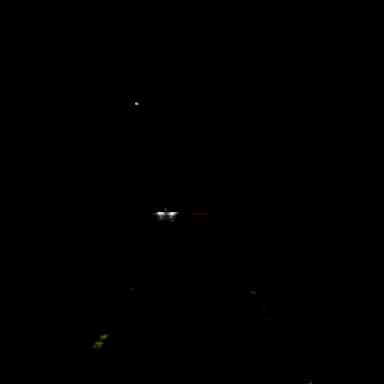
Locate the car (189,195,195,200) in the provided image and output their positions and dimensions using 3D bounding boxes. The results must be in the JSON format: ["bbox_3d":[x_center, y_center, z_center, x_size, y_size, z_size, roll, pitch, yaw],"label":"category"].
[{"bbox_3d":[-0.008,1.551,94.189,1.895,1.301,4.718,0,0,0],"label":"car"}]

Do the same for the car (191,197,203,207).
[{"bbox_3d":[0.820,1.522,53.635,1.837,1.490,4.892,0,0,0],"label":"car"}]

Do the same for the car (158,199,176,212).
[{"bbox_3d":[-2.850,1.549,38.575,2.033,1.411,5.357,0,0,0],"label":"car"}]

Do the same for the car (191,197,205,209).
[{"bbox_3d":[0.821,1.536,47.636,1.812,1.442,4.674,0,0,0],"label":"car"}]

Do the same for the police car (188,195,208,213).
[{"bbox_3d":[0.821,1.426,37.745,1.930,1.638,5.238,0,0,0],"label":"police car"}]
